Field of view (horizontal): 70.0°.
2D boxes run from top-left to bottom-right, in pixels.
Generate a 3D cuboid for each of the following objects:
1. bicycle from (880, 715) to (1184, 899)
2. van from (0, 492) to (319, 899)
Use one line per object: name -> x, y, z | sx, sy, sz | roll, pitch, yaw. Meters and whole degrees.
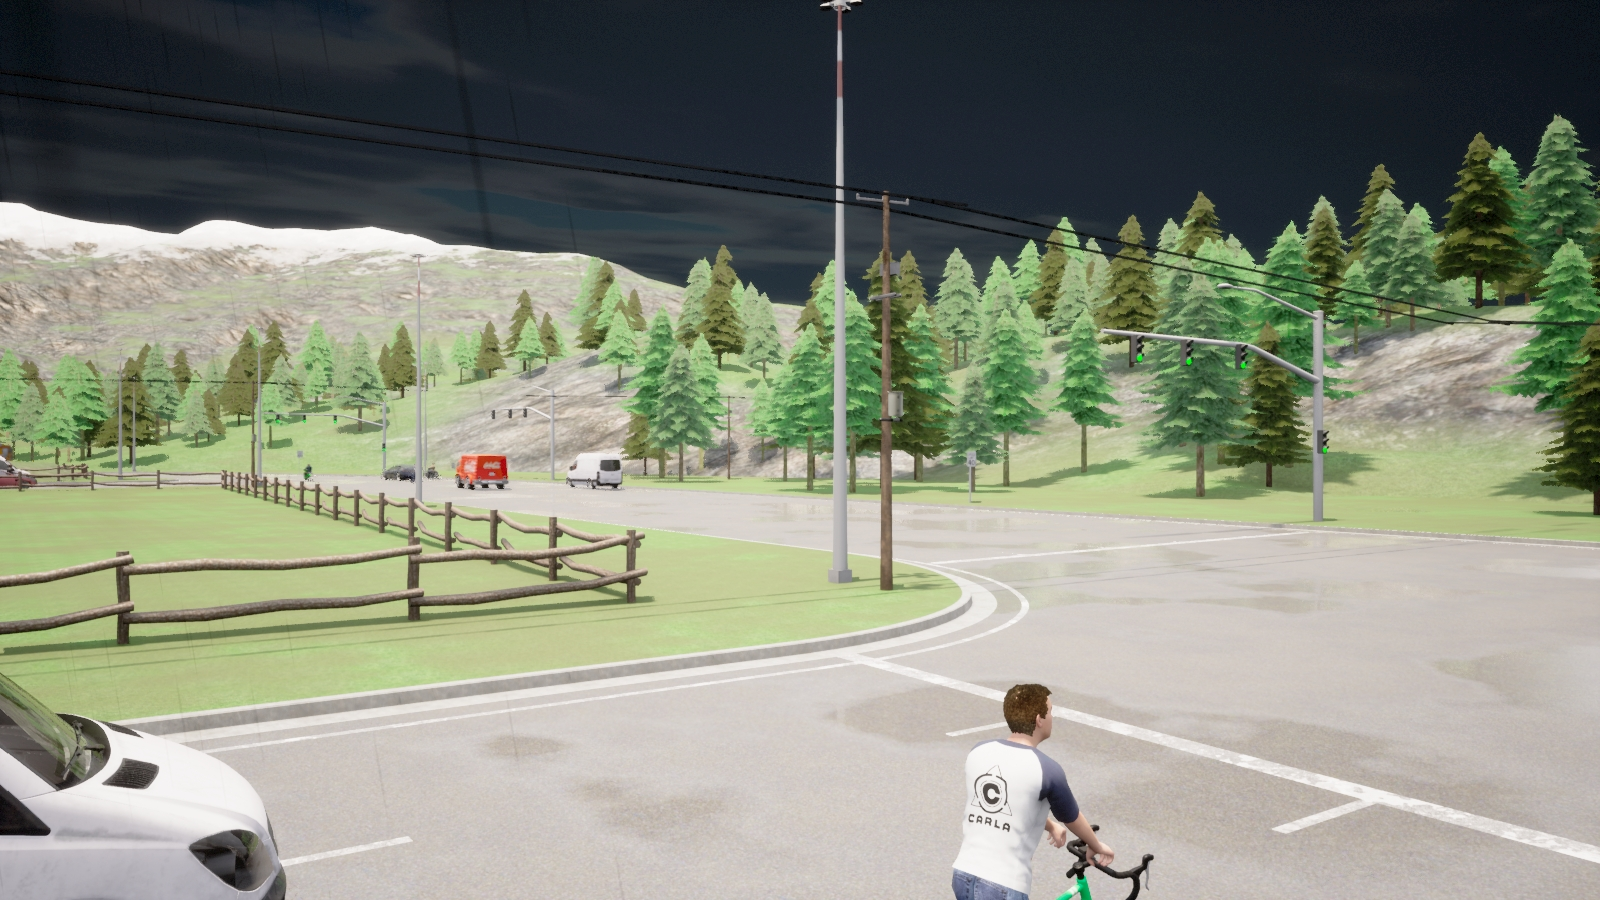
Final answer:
bicycle -> 1.060, 2.053, 4.957 | 1.643, 1.496, 0.373 | 0, 0, -41
van -> -5.215, 1.535, 4.399 | 5.915, 2.561, 1.988 | 0, 0, -35
